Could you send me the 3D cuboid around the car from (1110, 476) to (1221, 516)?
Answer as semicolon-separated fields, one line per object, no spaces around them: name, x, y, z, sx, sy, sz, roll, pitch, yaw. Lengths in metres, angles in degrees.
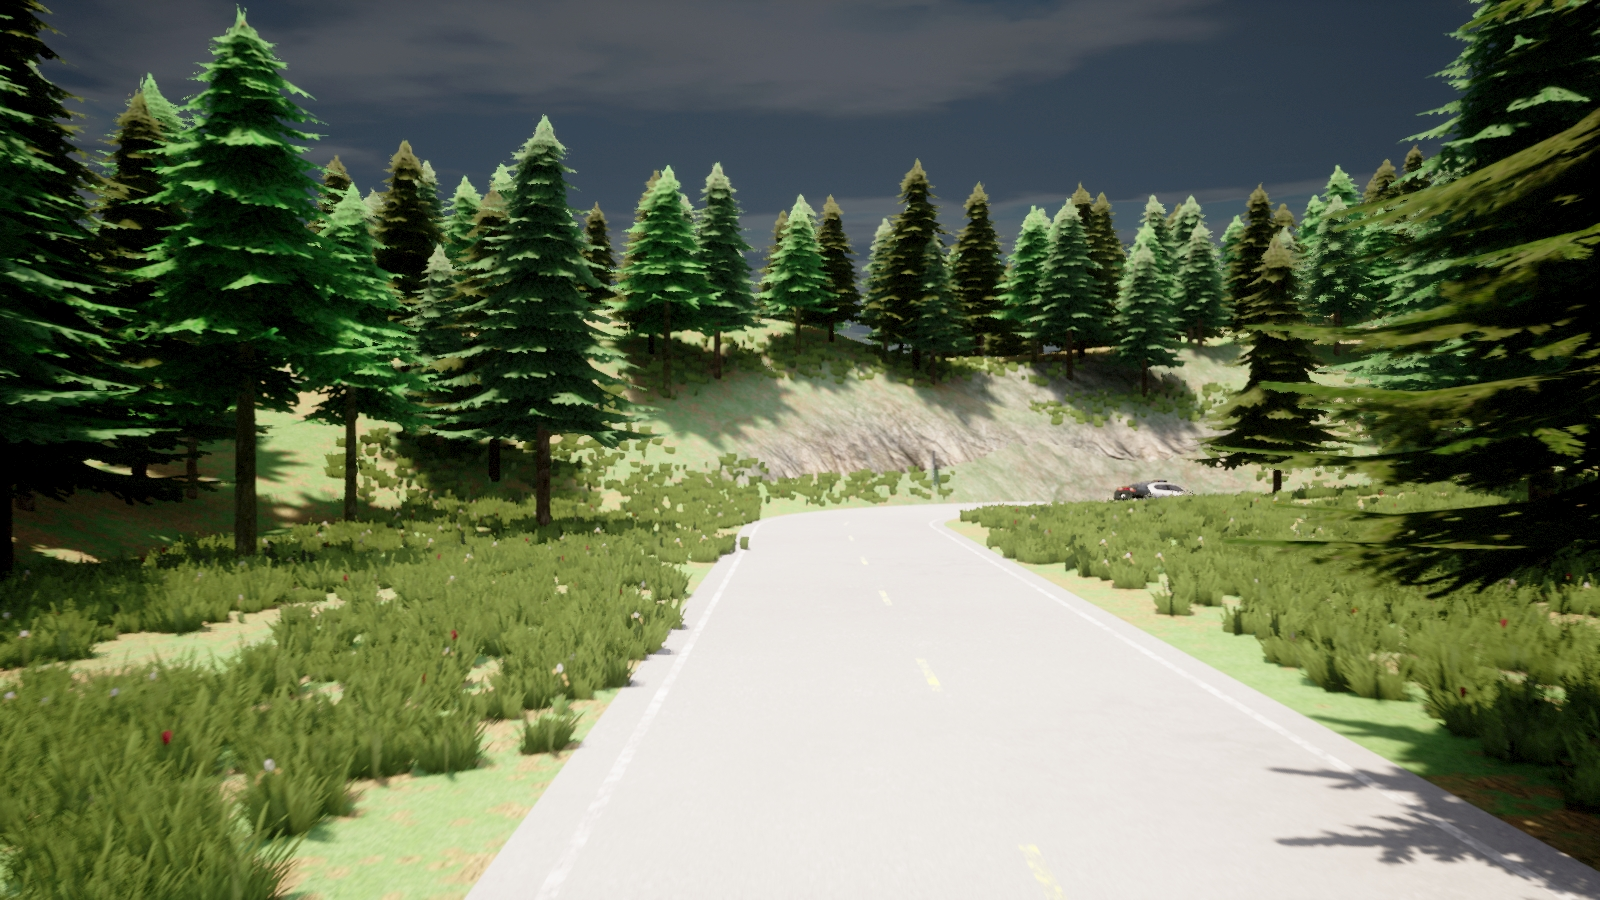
car;18.620;2.342;58.229;4.974;1.542;2.038;5;-1;-15
